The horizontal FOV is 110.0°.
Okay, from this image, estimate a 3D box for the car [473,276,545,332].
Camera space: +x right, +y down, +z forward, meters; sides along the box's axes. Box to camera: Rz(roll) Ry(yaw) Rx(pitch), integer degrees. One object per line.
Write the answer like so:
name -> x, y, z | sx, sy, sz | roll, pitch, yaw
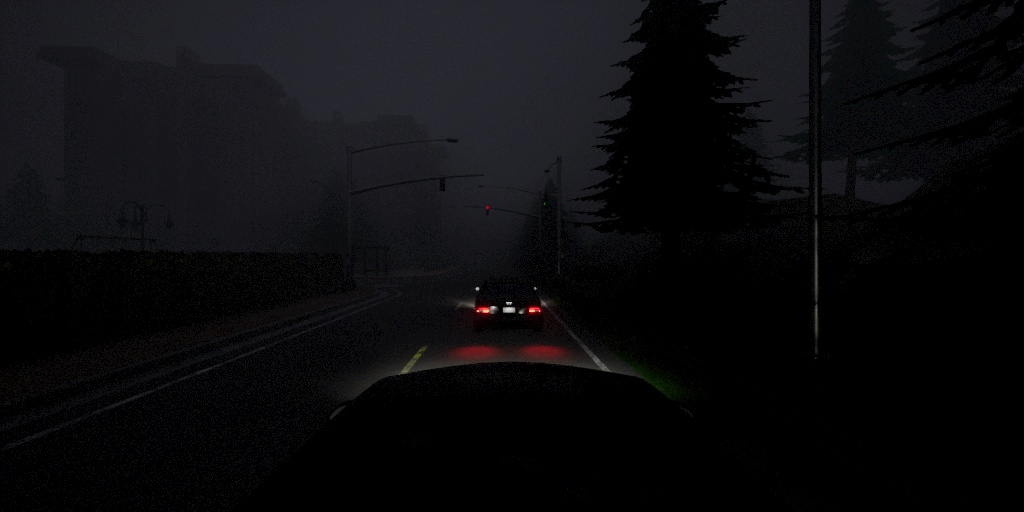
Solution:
car -> -0.158, 1.297, 10.817 | 2.033, 1.411, 5.357 | 0, 0, -2
